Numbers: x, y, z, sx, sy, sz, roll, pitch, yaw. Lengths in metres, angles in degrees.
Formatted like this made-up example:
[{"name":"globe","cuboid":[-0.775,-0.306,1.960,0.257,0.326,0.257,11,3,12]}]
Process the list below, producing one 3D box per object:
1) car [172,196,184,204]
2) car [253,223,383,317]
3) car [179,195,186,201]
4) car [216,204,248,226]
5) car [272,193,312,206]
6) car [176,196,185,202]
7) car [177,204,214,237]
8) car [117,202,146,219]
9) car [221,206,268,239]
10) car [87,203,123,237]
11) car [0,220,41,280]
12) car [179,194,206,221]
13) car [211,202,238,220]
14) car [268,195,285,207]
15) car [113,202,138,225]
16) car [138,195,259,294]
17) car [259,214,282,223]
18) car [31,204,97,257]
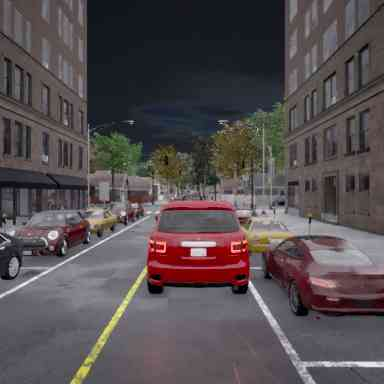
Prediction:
[{"name":"car","cuboid":[-2.746,1.601,64.637,2.033,1.411,5.357,0,0,1]},{"name":"car","cuboid":[2.665,1.582,7.196,1.802,1.307,4.206,0,0,0]},{"name":"car","cuboid":[-2.646,1.627,91.749,1.812,1.442,4.674,0,0,0]},{"name":"car","cuboid":[2.745,1.590,23.751,1.802,1.307,4.206,0,0,0]},{"name":"car","cuboid":[15.678,1.146,52.203,5.566,2.045,2.150,0,0,-1]},{"name":"car","cuboid":[-2.678,1.628,77.823,1.994,1.385,4.181,0,0,0]},{"name":"car","cuboid":[0.186,1.511,18.947,1.837,1.490,4.892,0,0,1]},{"name":"car","cuboid":[-5.253,1.594,29.307,1.802,1.307,4.206,0,0,0]},{"name":"car","cuboid":[2.718,1.550,18.233,1.887,1.381,4.507,0,0,0]},{"name":"car","cuboid":[-5.308,1.531,18.099,1.752,1.417,4.829,0,0,0]},{"name":"car","cuboid":[-5.360,1.551,7.232,2.008,1.369,4.403,0,0,0]},{"name":"car","cuboid":[0.105,1.233,28.960,2.150,2.045,5.566,0,0,2]},{"name":"car","cuboid":[2.772,1.578,29.269,1.947,1.339,4.313,0,0,0]},{"name":"car","cuboid":[13.612,1.287,48.932,4.553,1.767,2.097,0,0,0]},{"name":"car","cuboid":[-5.280,1.449,23.788,1.967,1.590,4.097,0,0,0]},{"name":"car","cuboid":[0.134,1.223,8.917,2.150,2.045,5.566,0,0,0]},{"name":"car","cuboid":[2.692,1.528,12.885,1.752,1.417,4.829,0,0,0]},{"name":"car","cuboid":[-5.333,1.443,12.751,1.967,1.590,4.097,0,0,0]}]
